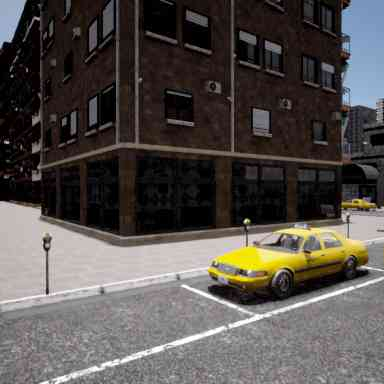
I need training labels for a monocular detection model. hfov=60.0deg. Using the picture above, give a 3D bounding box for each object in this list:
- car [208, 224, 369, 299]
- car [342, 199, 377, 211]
[{"bbox_3d":[2.614,1.525,8.433,4.829,1.417,1.752,0,0,-36],"label":"car"},{"bbox_3d":[19.281,1.469,39.658,1.752,1.417,4.829,0,0,-35],"label":"car"}]
